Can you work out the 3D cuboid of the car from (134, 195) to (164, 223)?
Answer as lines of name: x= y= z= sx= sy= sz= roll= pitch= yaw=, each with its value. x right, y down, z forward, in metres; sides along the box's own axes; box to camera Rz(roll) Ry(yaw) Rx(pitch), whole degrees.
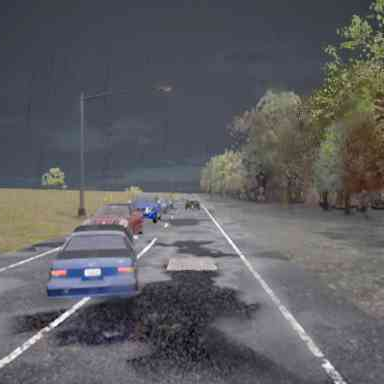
car: x=-3.606 y=1.232 z=25.718 sx=2.150 sy=2.045 sz=5.566 roll=0 pitch=0 yaw=-1

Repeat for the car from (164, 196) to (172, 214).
car: x=-3.596 y=1.364 z=35.723 sx=2.097 sy=1.767 sz=4.553 roll=0 pitch=0 yaw=0

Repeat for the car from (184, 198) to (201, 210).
car: x=0.055 y=1.517 z=43.800 sx=1.837 sy=1.490 sz=4.892 roll=0 pitch=0 yaw=-1

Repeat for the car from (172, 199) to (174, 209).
car: x=-3.596 y=1.364 z=45.730 sx=2.097 sy=1.767 sz=4.553 roll=0 pitch=0 yaw=0

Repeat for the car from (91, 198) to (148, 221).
car: x=-3.672 y=1.359 z=16.053 sx=2.097 sy=1.767 sz=4.553 roll=0 pitch=0 yaw=1

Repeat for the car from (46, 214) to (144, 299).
car: x=-2.387 y=1.552 z=8.683 sx=2.033 sy=1.411 sz=5.357 roll=0 pitch=0 yaw=-12
